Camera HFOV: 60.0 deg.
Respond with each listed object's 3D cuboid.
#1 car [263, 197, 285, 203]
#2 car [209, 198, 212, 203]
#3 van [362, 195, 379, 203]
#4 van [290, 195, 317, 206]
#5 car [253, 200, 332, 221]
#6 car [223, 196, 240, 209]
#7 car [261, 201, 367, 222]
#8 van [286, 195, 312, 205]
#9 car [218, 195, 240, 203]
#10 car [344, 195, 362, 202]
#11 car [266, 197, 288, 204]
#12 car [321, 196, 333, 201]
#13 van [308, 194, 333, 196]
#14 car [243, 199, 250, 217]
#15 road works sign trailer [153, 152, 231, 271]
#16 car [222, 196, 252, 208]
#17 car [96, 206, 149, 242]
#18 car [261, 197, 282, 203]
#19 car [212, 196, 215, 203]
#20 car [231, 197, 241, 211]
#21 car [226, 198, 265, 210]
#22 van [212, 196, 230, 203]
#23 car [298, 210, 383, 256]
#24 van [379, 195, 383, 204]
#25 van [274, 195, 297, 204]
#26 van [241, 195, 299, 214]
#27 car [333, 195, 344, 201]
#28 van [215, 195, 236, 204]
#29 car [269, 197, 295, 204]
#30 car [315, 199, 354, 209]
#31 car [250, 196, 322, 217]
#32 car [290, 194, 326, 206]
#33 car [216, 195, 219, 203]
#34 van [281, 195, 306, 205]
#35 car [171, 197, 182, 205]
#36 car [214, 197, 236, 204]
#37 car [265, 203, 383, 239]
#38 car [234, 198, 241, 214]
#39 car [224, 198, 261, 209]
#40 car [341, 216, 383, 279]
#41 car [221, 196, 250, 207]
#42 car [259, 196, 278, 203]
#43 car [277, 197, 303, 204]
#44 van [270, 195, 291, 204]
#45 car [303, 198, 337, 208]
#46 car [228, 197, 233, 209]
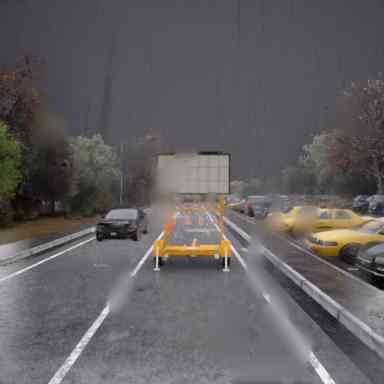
[{"bbox_3d":[20.510,2.085,83.285,5.008,1.535,2.097,0,-1,0],"label":"car"},{"bbox_3d":[7.442,2.096,83.569,5.008,1.535,2.097,0,-1,0],"label":"car"},{"bbox_3d":[20.030,1.343,33.449,4.442,1.987,1.878,0,0,0],"label":"van"},{"bbox_3d":[20.469,1.492,61.274,4.442,1.987,1.878,0,0,0],"label":"van"},{"bbox_3d":[6.980,1.527,22.517,4.892,1.521,2.231,0,0,0],"label":"car"},{"bbox_3d":[6.944,1.619,41.952,5.366,1.575,1.946,0,0,0],"label":"car"},{"bbox_3d":[7.150,1.521,19.749,5.366,1.575,1.946,0,0,0],"label":"car"},{"bbox_3d":[20.488,1.506,63.919,4.442,1.987,1.878,0,0,0],"label":"van"},{"bbox_3d":[7.005,1.663,50.280,5.366,1.575,1.946,0,0,0],"label":"car"},{"bbox_3d":[20.139,1.333,36.218,5.566,2.045,2.435,0,0,0],"label":"car"},{"bbox_3d":[20.488,2.027,80.516,4.892,1.521,2.231,0,-1,0],"label":"car"},{"bbox_3d":[20.223,1.628,44.528,5.008,1.535,2.097,0,0,0],"label":"car"},{"bbox_3d":[20.387,1.433,50.194,4.442,1.987,1.878,0,0,0],"label":"van"},{"bbox_3d":[7.056,1.577,28.069,4.792,1.488,2.163,0,0,0],"label":"car"},{"bbox_3d":[0.054,0.483,10.959,2.380,3.560,2.880,0,0,3],"label":"road works sign trailer"},{"bbox_3d":[7.180,1.555,53.056,4.553,1.767,2.185,0,0,0],"label":"car"},{"bbox_3d":[-3.334,1.510,16.639,1.882,1.535,5.008,0,0,0],"label":"car"},{"bbox_3d":[20.531,2.147,86.180,5.008,1.535,2.097,0,-1,0],"label":"car"},{"bbox_3d":[7.342,1.504,66.937,5.566,2.045,2.435,0,0,0],"label":"car"},{"bbox_3d":[7.059,1.621,36.399,4.792,1.488,2.163,0,0,0],"label":"car"},{"bbox_3d":[7.156,1.637,44.727,4.892,1.521,2.231,0,0,0],"label":"car"},{"bbox_3d":[7.574,1.930,86.348,4.442,1.987,1.878,0,-1,0],"label":"van"},{"bbox_3d":[6.718,1.540,11.426,5.366,1.575,1.946,0,0,0],"label":"car"},{"bbox_3d":[20.242,1.328,30.677,4.442,1.987,1.878,0,0,0],"label":"van"},{"bbox_3d":[20.316,1.622,72.214,4.442,1.987,1.878,0,-1,0],"label":"van"},{"bbox_3d":[7.164,1.336,30.847,4.442,1.987,1.878,0,0,0],"label":"van"},{"bbox_3d":[20.159,1.348,38.988,5.566,2.045,2.435,0,0,0],"label":"car"},{"bbox_3d":[7.238,1.633,72.472,4.442,1.987,1.878,0,-1,0],"label":"van"},{"bbox_3d":[20.269,1.904,74.977,5.366,1.575,1.946,0,-1,0],"label":"car"},{"bbox_3d":[20.252,1.684,47.422,4.674,1.452,2.002,0,0,0],"label":"car"},{"bbox_3d":[7.037,1.409,25.297,4.553,1.767,2.185,0,0,0],"label":"car"},{"bbox_3d":[20.303,1.452,58.505,5.566,2.045,2.435,0,0,0],"label":"car"},{"bbox_3d":[7.247,1.710,58.607,5.008,1.535,2.097,0,0,0],"label":"car"},{"bbox_3d":[20.276,1.522,66.823,4.442,1.987,1.878,0,-1,0],"label":"van"},{"bbox_3d":[-3.005,1.818,65.412,1.837,1.490,4.892,0,-1,0],"label":"car"},{"bbox_3d":[7.378,1.958,75.241,4.674,1.452,2.002,0,-1,0],"label":"car"},{"bbox_3d":[6.760,1.524,17.099,5.366,1.575,1.946,0,0,0],"label":"car"},{"bbox_3d":[7.038,1.606,33.623,4.792,1.488,2.163,0,0,0],"label":"car"},{"bbox_3d":[7.164,1.652,47.503,4.892,1.521,2.231,0,0,0],"label":"car"},{"bbox_3d":[6.889,1.554,8.649,4.892,1.521,2.231,0,0,0],"label":"car"},{"bbox_3d":[7.200,1.570,55.832,4.553,1.767,2.185,0,0,0],"label":"car"},{"bbox_3d":[20.524,2.078,88.828,4.553,1.767,2.185,0,-1,0],"label":"car"},{"bbox_3d":[20.418,1.788,69.439,5.008,1.535,2.097,0,-1,0],"label":"car"},{"bbox_3d":[20.591,1.741,77.750,4.442,1.987,1.878,0,-1,0],"label":"van"},{"bbox_3d":[20.288,1.713,52.837,4.674,1.452,2.002,0,0,0],"label":"car"},{"bbox_3d":[7.080,1.636,39.175,4.792,1.488,2.163,0,0,0],"label":"car"}]
